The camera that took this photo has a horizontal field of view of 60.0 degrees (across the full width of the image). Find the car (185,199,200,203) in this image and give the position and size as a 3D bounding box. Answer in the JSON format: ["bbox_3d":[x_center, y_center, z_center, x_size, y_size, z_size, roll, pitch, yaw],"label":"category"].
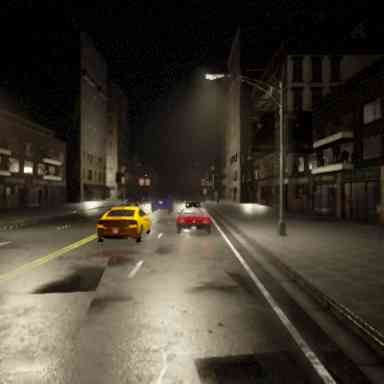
[{"bbox_3d":[0.096,1.545,41.578,1.895,1.301,4.718,0,0,0],"label":"car"}]

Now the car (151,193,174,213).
[{"bbox_3d":[-3.164,1.172,36.203,2.150,2.045,5.566,0,0,0],"label":"car"}]

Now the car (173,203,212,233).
[{"bbox_3d":[0.099,1.574,19.568,1.895,1.301,4.718,0,0,0],"label":"car"}]

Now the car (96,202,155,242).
[{"bbox_3d":[-3.151,1.455,16.160,1.882,1.535,5.008,0,0,0],"label":"car"}]
